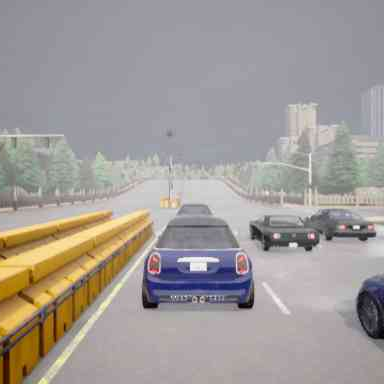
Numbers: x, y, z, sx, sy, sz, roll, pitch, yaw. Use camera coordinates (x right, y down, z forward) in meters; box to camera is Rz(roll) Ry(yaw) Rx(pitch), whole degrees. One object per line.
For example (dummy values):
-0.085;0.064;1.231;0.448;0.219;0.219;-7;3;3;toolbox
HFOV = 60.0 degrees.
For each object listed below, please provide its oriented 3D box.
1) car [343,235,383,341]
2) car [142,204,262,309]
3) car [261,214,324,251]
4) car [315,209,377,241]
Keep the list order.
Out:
3.610;1.524;3.556;1.812;1.442;4.674;0;0;0;car
0.117;1.347;8.032;2.097;1.767;4.553;0;0;0;car
3.626;1.593;14.003;1.895;1.301;4.718;0;0;1;car
7.111;1.538;16.577;2.033;1.411;5.357;0;0;4;car
